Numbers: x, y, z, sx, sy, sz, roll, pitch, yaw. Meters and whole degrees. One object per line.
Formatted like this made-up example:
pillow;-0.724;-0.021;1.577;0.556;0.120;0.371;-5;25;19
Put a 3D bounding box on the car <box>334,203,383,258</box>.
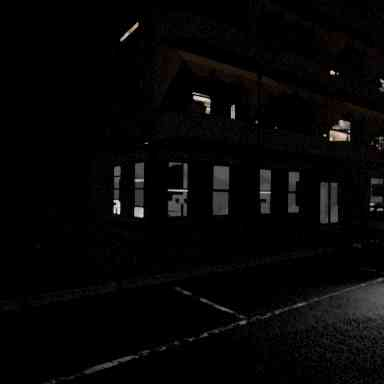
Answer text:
car;7.072;1.319;11.583;5.009;1.841;2.192;0;1;-35
